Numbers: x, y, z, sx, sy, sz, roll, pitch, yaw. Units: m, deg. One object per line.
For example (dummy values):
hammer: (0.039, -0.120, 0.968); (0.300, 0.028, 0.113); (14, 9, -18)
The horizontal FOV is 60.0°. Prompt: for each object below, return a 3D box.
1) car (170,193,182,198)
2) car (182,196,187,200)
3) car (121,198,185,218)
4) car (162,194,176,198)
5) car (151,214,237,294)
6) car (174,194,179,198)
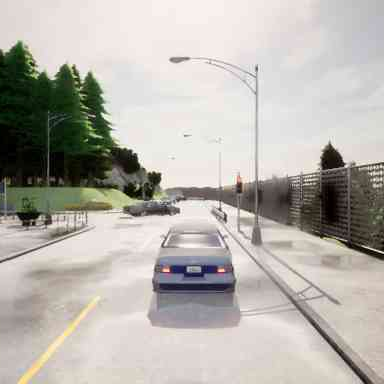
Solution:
car: (-3.903, 1.225, 72.810); (2.150, 2.045, 5.566); (0, 0, 0)
car: (-3.689, 1.540, 86.799); (5.357, 1.411, 2.033); (0, 0, 40)
car: (-3.673, 1.547, 30.291); (5.357, 1.411, 2.033); (0, 0, -37)
car: (-4.023, 1.505, 52.507); (1.837, 1.490, 4.892); (0, 0, 0)
car: (0.058, 1.547, 8.960); (2.033, 1.411, 5.357); (0, 0, 1)
car: (-3.979, 1.526, 62.405); (1.812, 1.442, 4.674); (0, 0, 1)
